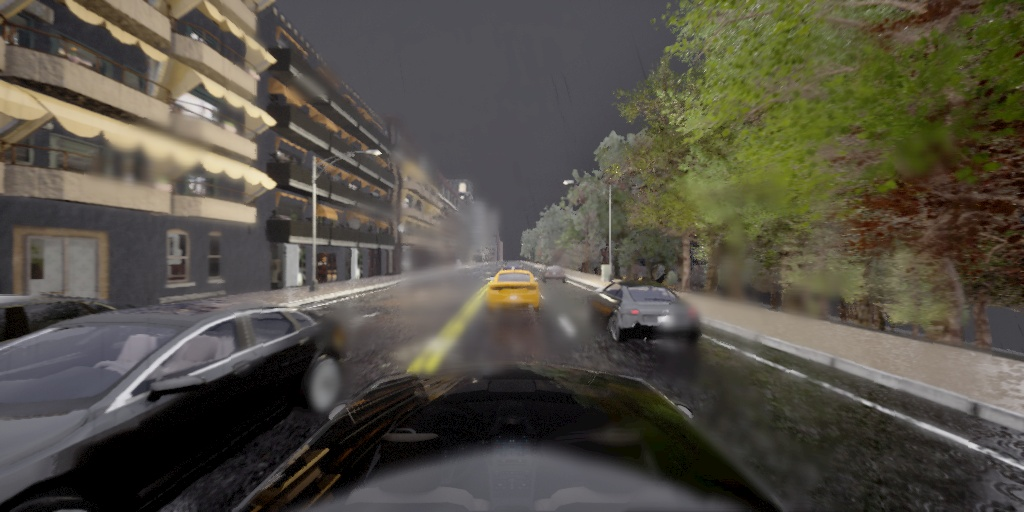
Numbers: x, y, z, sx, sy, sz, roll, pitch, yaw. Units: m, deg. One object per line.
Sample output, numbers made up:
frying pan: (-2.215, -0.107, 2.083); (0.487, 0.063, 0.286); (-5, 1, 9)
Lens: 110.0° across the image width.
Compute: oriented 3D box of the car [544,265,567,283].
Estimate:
car: (3.345, 1.468, 29.642); (2.033, 1.411, 5.357); (0, 0, 0)

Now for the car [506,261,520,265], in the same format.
car: (0.093, 1.333, 39.318); (2.097, 1.767, 4.553); (0, 0, 0)

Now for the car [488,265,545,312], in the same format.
car: (0.095, 1.305, 14.674); (1.882, 1.535, 5.008); (0, 0, 0)

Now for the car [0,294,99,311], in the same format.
car: (-6.571, 1.269, 4.020); (1.837, 1.490, 4.892); (0, 0, 0)

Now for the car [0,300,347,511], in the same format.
car: (-3.325, 1.251, 3.301); (2.128, 1.511, 4.902); (0, 0, 0)

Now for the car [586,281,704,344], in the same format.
car: (3.339, 1.363, 9.800); (1.994, 1.385, 4.181); (0, 0, 0)
